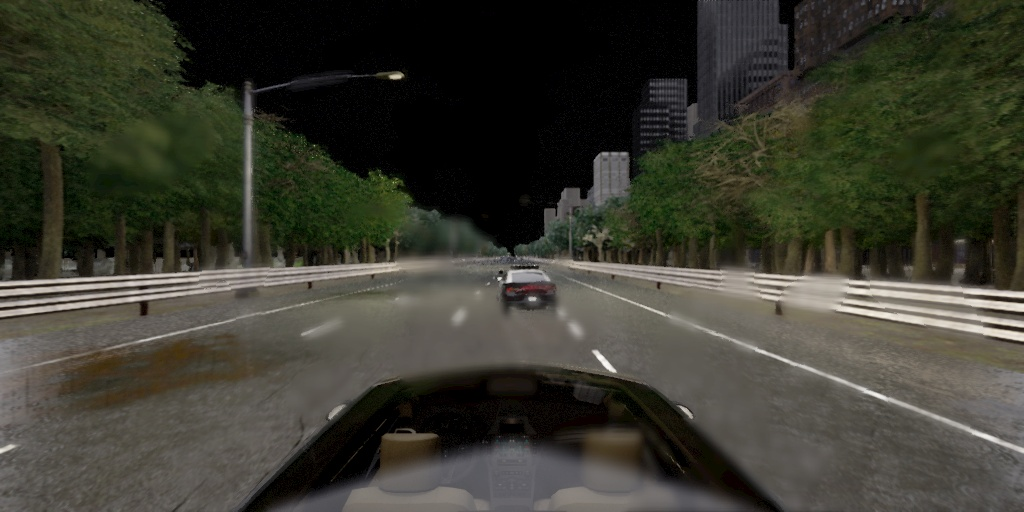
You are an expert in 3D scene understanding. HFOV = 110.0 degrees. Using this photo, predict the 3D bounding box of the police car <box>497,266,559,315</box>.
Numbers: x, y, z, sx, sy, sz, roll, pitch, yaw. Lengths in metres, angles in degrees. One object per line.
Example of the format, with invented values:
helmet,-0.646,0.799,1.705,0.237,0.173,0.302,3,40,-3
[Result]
police car,0.489,1.189,13.941,1.930,1.638,5.238,0,0,-4
